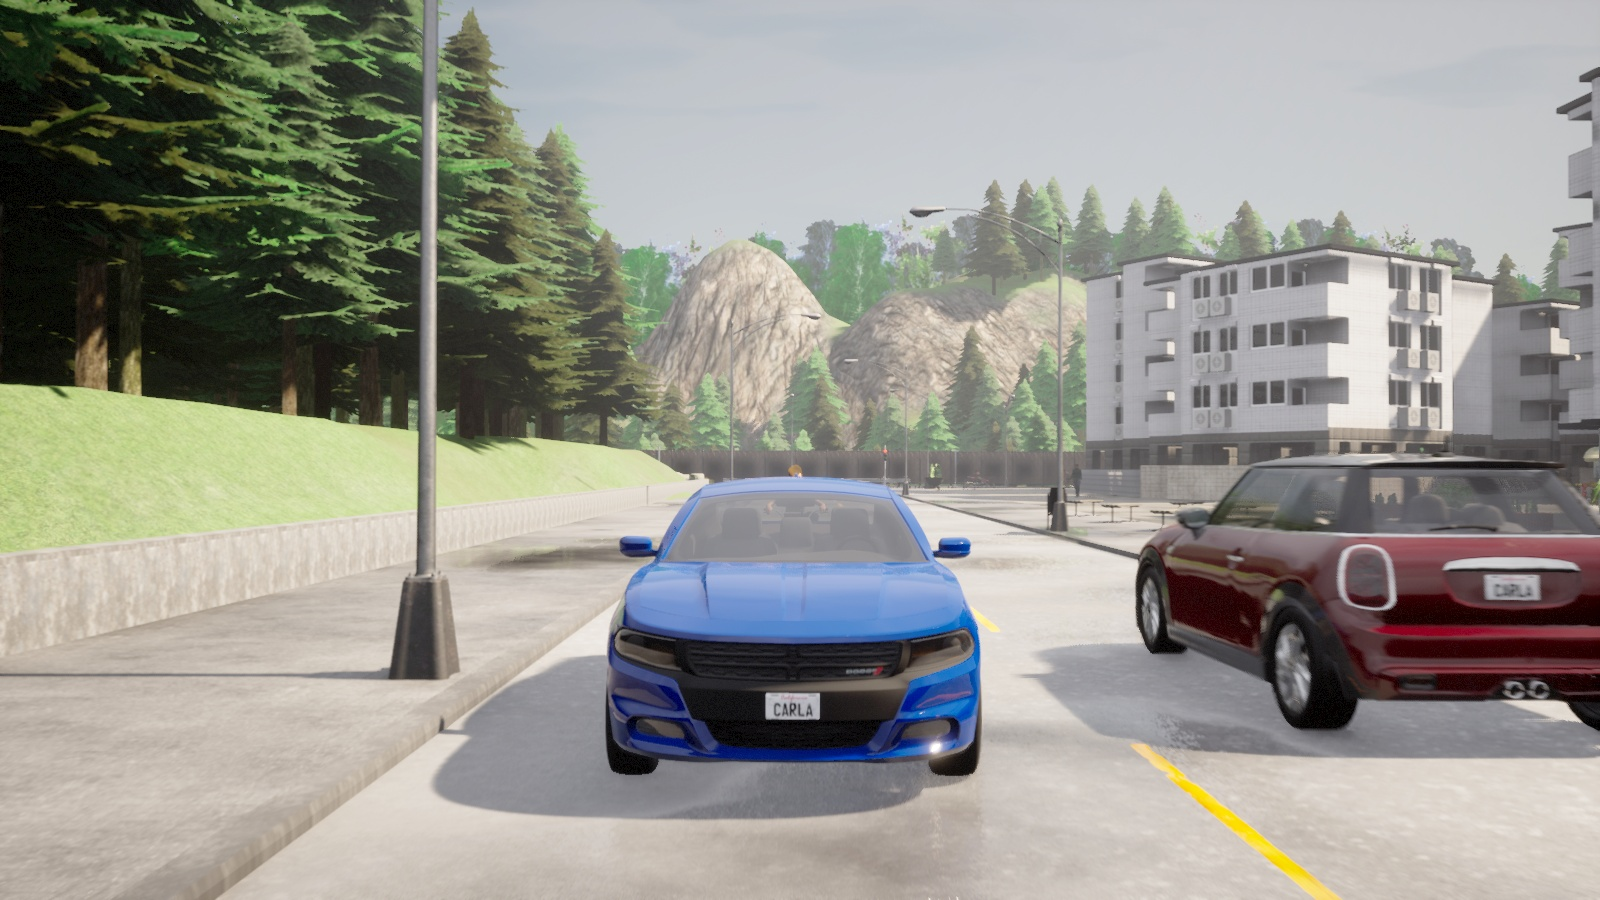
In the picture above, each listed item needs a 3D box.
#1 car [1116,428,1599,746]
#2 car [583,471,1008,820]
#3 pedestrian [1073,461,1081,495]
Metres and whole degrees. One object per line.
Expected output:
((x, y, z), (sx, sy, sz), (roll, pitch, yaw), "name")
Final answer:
((3.973, 0.796, 9.286), (2.097, 1.767, 4.553), (0, -1, 0), "car")
((-0.023, 0.913, 8.077), (1.882, 1.535, 5.008), (0, -1, 0), "car")
((15.012, 1.496, 68.010), (0.353, 1.847, 0.614), (0, -1, 9), "pedestrian")
